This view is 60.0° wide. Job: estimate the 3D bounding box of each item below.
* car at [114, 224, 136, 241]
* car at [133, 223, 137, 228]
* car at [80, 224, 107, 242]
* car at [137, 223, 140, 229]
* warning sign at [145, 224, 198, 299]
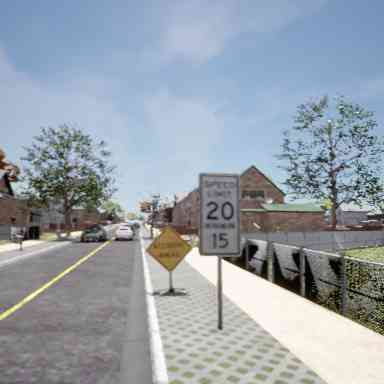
[{"bbox_3d":[-7.542,4.607,37.023,1.812,1.442,4.674,1,-5,-8],"label":"car"},{"bbox_3d":[-9.486,5.569,48.993,1.882,1.535,5.008,1,-5,-9],"label":"car"},{"bbox_3d":[-9.914,4.124,33.789,2.097,1.767,4.553,1,-5,-9],"label":"car"},{"bbox_3d":[-13.944,8.412,82.798,1.882,1.535,5.008,1,-5,-9],"label":"car"},{"bbox_3d":[-0.617,1.860,9.213,1.300,1.860,1.060,-2,-8,-9],"label":"warning sign"}]
